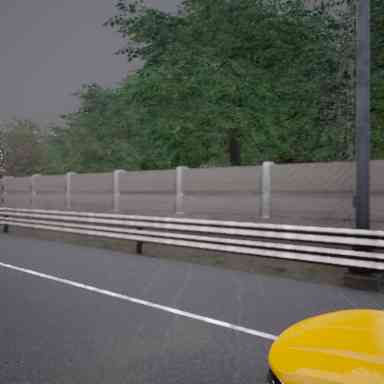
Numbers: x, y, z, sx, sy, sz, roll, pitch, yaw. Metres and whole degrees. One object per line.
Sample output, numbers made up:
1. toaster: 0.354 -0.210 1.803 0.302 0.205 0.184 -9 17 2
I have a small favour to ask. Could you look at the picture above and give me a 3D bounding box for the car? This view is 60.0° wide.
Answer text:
1. car: 2.906 1.483 1.931 5.008 1.535 1.882 0 0 35
